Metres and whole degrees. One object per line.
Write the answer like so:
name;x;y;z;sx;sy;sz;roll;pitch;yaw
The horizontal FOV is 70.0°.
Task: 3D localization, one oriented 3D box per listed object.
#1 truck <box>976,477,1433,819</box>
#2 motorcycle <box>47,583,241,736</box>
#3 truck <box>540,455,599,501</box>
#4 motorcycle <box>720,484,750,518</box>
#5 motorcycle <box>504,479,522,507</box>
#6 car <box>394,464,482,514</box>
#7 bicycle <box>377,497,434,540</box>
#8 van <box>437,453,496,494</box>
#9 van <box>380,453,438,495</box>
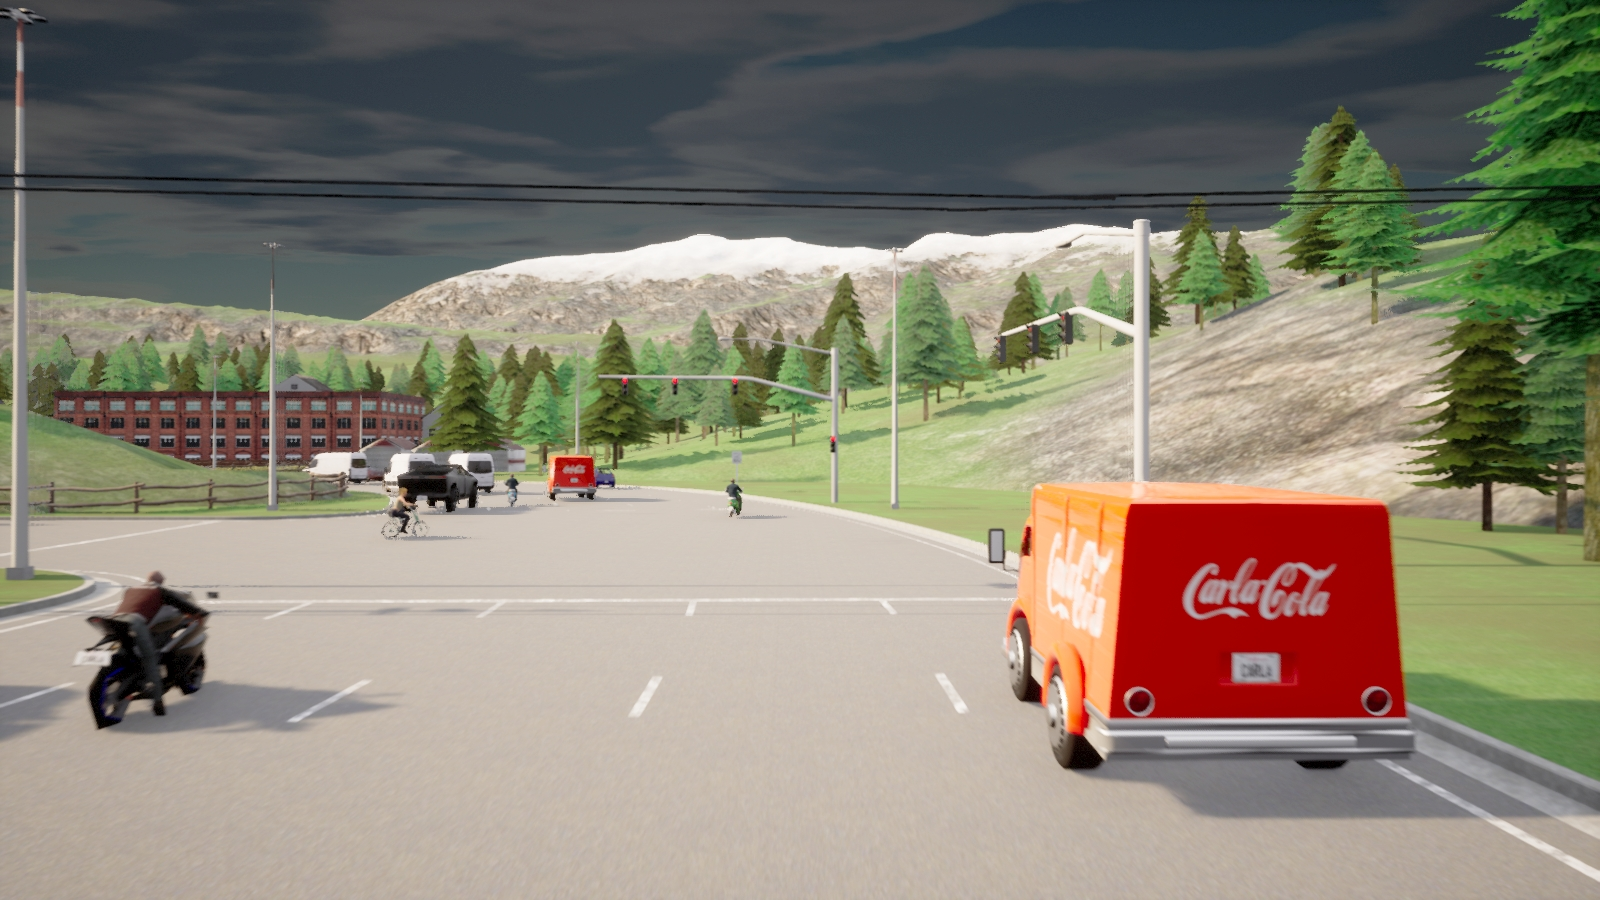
truck;3.486;1.566;11.295;2.627;2.467;5.204;0;0;-1
motorcycle;-7.038;2.204;12.422;0.867;1.251;2.209;0;0;-1
truck;-13.242;1.560;65.374;2.627;2.467;5.204;1;0;-18
motorcycle;-2.717;2.136;47.751;0.856;1.316;1.805;-3;-1;8
motorcycle;-14.457;2.135;57.489;0.856;1.316;1.805;0;0;-14
car;-16.705;1.747;53.080;2.390;2.098;6.274;0;0;-3
bicycle;-12.416;2.154;35.988;1.487;1.276;0.859;0;-1;-38
van;-21.968;1.526;75.079;1.988;2.561;5.915;1;0;-33
van;-25.328;1.526;73.838;1.988;2.561;5.915;1;0;-34
